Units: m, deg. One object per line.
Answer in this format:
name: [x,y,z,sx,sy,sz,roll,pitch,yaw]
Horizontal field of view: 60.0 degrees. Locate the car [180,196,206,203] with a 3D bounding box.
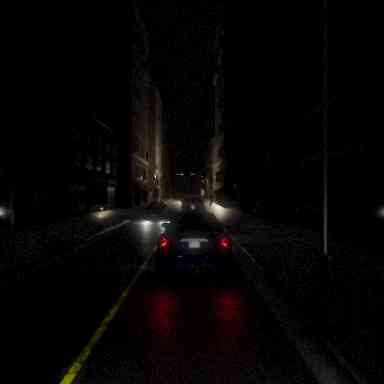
car: [0.095,1.366,31.409,2.150,2.045,5.566,0,0,0]

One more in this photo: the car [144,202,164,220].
car: [-3.099,1.663,29.615,1.812,1.442,4.674,0,0,0]

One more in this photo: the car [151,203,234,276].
car: [0.077,1.403,10.736,2.097,1.767,4.553,0,0,0]
